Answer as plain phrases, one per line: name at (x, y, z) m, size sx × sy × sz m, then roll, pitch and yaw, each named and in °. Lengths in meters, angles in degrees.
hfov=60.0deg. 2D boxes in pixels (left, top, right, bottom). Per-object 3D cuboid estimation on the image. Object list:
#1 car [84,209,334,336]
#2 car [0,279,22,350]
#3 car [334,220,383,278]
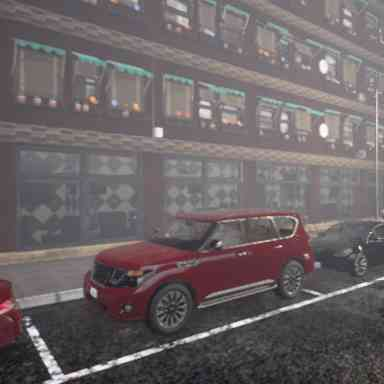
car at (0.449, 1.316, 6.884) m, size 5.009 × 1.841 × 2.192 m, roll 0°, pitch 0°, yaw -36°
car at (-4.188, 1.582, 3.574) m, size 4.206 × 1.307 × 1.802 m, roll 0°, pitch 0°, yaw -36°
car at (5.086, 1.568, 10.193) m, size 4.313 × 1.339 × 1.947 m, roll 0°, pitch 0°, yaw -36°
